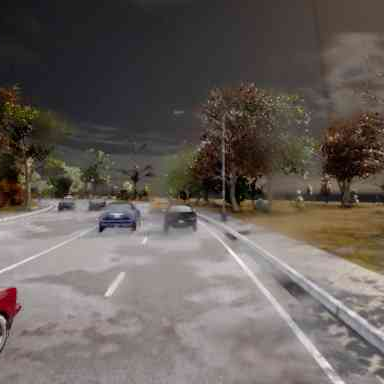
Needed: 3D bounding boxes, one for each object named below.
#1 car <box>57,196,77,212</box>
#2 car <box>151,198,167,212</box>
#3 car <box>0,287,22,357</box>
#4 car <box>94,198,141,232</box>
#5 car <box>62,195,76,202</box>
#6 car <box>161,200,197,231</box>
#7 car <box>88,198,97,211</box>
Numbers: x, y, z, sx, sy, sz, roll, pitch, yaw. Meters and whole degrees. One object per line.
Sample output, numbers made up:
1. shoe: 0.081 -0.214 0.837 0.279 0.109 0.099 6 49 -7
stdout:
1. car: -14.978 1.552 40.157 2.033 1.411 5.357 0 0 -15
2. car: -3.684 1.491 38.760 1.882 1.535 5.008 0 0 -13
3. car: -3.445 1.604 2.826 1.895 1.301 4.718 0 0 -1
4. car: -4.314 1.358 20.346 2.097 1.767 4.553 0 0 -5
5. car: -28.863 1.494 78.082 1.812 1.442 4.674 0 0 -35
6. car: -0.806 1.483 20.597 1.882 1.535 5.008 0 0 -5
7. car: -11.487 1.485 40.417 1.882 1.535 5.008 0 0 -15
